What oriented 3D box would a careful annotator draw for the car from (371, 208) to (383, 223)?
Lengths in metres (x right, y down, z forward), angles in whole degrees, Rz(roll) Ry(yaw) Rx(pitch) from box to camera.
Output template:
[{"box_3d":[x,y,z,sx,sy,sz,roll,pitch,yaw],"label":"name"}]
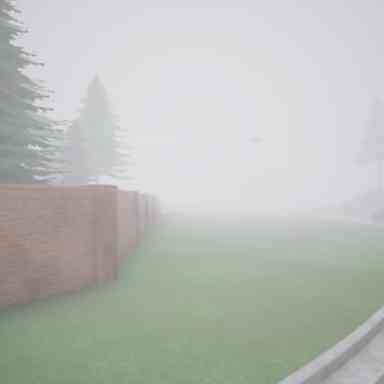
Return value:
[{"box_3d":[16.656,1.970,27.774,1.994,1.385,4.181,-1,-1,7],"label":"car"}]
